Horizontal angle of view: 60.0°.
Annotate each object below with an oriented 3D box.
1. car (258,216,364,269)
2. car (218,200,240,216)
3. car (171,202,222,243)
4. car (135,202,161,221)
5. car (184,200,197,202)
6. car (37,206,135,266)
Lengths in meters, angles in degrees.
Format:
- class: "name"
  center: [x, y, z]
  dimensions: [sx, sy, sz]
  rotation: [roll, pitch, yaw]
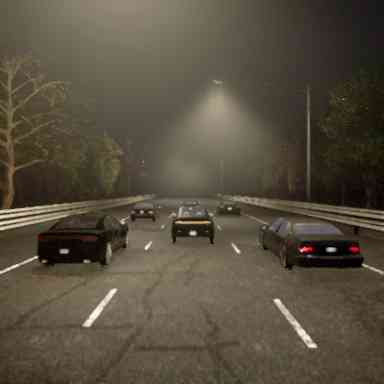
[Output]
- class: "car"
  center: [3.551, 1.516, 11.000]
  dimensions: [2.033, 1.411, 5.357]
  rotation: [0, 0, 0]
- class: "car"
  center: [3.376, 1.465, 31.811]
  dimensions: [1.994, 1.385, 4.181]
  rotation: [0, 0, -1]
- class: "car"
  center: [0.030, 1.445, 15.809]
  dimensions: [2.128, 1.511, 4.902]
  rotation: [0, 0, 0]
- class: "car"
  center: [-3.563, 1.469, 25.957]
  dimensions: [2.033, 1.411, 5.357]
  rotation: [0, 0, 0]
- class: "car"
  center: [-0.123, 1.465, 31.650]
  dimensions: [1.994, 1.385, 4.181]
  rotation: [0, 0, -1]
- class: "car"
  center: [-3.453, 1.445, 11.451]
  dimensions: [1.882, 1.535, 5.008]
  rotation: [0, 0, 0]
